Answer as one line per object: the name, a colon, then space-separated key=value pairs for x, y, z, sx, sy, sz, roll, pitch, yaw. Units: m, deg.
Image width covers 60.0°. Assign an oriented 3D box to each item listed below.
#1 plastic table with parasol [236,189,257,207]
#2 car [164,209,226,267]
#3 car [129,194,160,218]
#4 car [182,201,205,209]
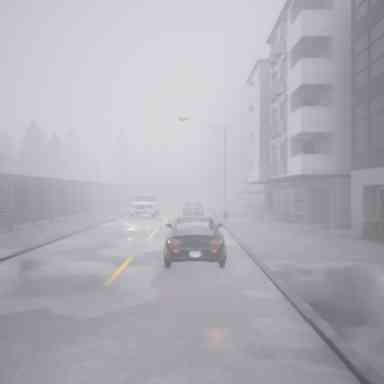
plastic table with parasol: x=7.772 y=0.841 z=47.626 sx=2.482 sy=2.480 sz=2.482 roll=0 pitch=0 yaw=0
car: x=0.087 y=1.506 z=11.223 sx=1.812 sy=1.442 sz=4.674 roll=0 pitch=0 yaw=0
car: x=-4.109 y=1.170 z=29.463 sx=2.150 sy=2.045 sz=5.566 roll=0 pitch=0 yaw=0
car: x=0.093 y=1.497 z=28.383 sx=2.033 sy=1.411 sz=5.357 roll=0 pitch=0 yaw=0
